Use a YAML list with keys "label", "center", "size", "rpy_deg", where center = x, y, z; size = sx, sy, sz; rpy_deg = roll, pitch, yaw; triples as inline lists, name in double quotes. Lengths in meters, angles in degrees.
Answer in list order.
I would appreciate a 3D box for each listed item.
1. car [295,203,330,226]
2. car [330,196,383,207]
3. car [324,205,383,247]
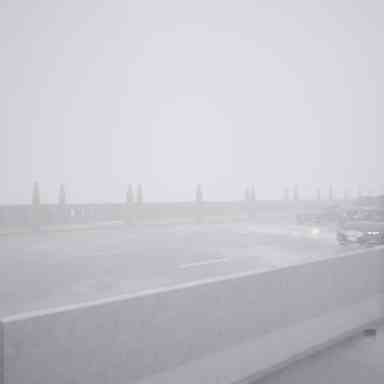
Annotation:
- label: "car"
  center: [9.343, 1.530, 23.538]
  size: [4.892, 1.490, 1.837]
  rpy_deg: [0, 0, -35]
- label: "car"
  center: [11.345, 1.249, 20.667]
  size: [5.566, 2.045, 2.150]
  rpy_deg: [1, 0, -35]
- label: "car"
  center: [8.071, 1.509, 14.038]
  size: [4.902, 1.511, 2.128]
  rpy_deg: [0, 0, -35]
